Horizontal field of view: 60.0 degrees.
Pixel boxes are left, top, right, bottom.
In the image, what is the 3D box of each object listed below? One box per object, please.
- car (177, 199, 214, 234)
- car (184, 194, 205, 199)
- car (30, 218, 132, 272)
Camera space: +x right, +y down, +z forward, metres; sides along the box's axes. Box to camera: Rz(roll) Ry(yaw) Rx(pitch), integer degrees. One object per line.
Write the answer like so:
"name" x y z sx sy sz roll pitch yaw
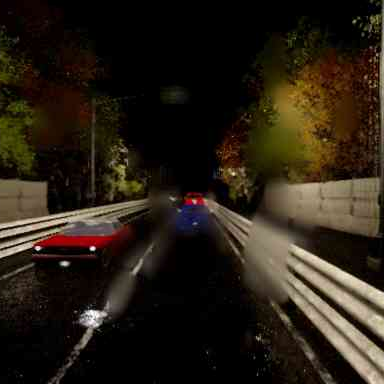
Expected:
"car" 0.191 1.425 18.884 1.882 1.535 5.008 0 0 0
"car" 0.294 1.190 37.749 2.150 2.045 5.566 0 0 0
"car" -3.301 1.552 10.842 1.895 1.301 4.718 0 0 0
